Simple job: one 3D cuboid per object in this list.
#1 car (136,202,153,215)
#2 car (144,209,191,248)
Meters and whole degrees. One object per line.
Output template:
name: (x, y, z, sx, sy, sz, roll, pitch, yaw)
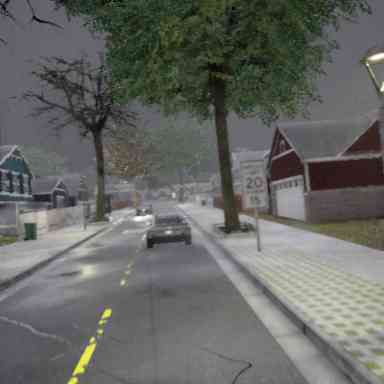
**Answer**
car: (-5.892, 2.017, 41.466, 2.128, 1.511, 4.902, -4, 0, -5)
car: (-1.121, 1.665, 15.856, 1.994, 1.385, 4.181, -4, 0, -4)
